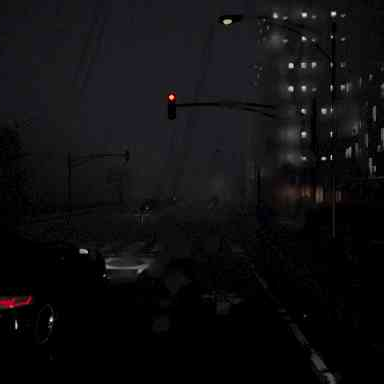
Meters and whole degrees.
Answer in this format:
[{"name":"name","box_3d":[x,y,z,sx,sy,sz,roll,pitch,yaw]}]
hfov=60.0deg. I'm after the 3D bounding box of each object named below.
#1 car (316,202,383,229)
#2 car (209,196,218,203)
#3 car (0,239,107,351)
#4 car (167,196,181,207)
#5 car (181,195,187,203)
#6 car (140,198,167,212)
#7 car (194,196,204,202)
[{"name":"car","box_3d":[10.127,1.363,20.221,5.008,1.535,1.882,0,0,7]},{"name":"car","box_3d":[4.628,1.549,70.379,2.033,1.411,5.357,0,0,5]},{"name":"car","box_3d":[-3.024,1.563,6.236,1.994,1.385,4.181,0,0,1]},{"name":"car","box_3d":[-3.454,1.541,52.759,2.033,1.411,5.357,0,0,5]},{"name":"car","box_3d":[-2.075,1.478,69.084,1.882,1.535,5.008,0,0,5]},{"name":"car","box_3d":[-4.612,1.483,38.152,2.128,1.511,4.902,0,0,5]},{"name":"car","box_3d":[1.558,1.600,73.634,1.895,1.301,4.718,0,0,5]}]
